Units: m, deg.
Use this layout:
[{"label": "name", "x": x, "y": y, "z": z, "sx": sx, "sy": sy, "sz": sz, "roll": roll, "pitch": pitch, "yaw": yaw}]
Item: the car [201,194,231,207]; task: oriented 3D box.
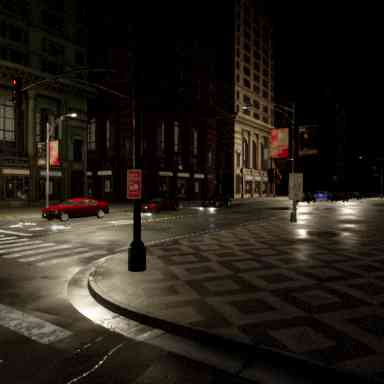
[{"label": "car", "x": 3.020, "y": 1.009, "z": 40.268, "sx": 1.837, "sy": 1.490, "sz": 4.892, "roll": 0, "pitch": 1, "yaw": 35}]

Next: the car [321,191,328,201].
[{"label": "car", "x": 22.030, "y": 0.594, "z": 55.492, "sx": 2.097, "sy": 1.767, "sz": 4.553, "roll": 0, "pitch": 1, "yaw": 36}]

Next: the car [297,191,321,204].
[{"label": "car", "x": 16.189, "y": 0.861, "z": 47.265, "sx": 2.128, "sy": 1.511, "sz": 4.902, "roll": 0, "pitch": 1, "yaw": 35}]

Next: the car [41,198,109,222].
[{"label": "car", "x": -8.379, "y": 1.231, "z": 24.233, "sx": 1.882, "sy": 1.535, "sz": 5.008, "roll": 0, "pitch": 1, "yaw": 35}]

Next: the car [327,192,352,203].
[{"label": "car", "x": 22.370, "y": 0.835, "z": 50.351, "sx": 1.812, "sy": 1.442, "sz": 4.674, "roll": 0, "pitch": 1, "yaw": 36}]

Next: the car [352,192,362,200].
[{"label": "car", "x": 29.524, "y": 0.677, "z": 60.429, "sx": 1.812, "sy": 1.442, "sz": 4.674, "roll": 0, "pitch": 1, "yaw": 35}]

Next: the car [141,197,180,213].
[{"label": "car", "x": -3.014, "y": 1.199, "z": 31.783, "sx": 1.994, "sy": 1.385, "sz": 4.181, "roll": 0, "pitch": 1, "yaw": 36}]
